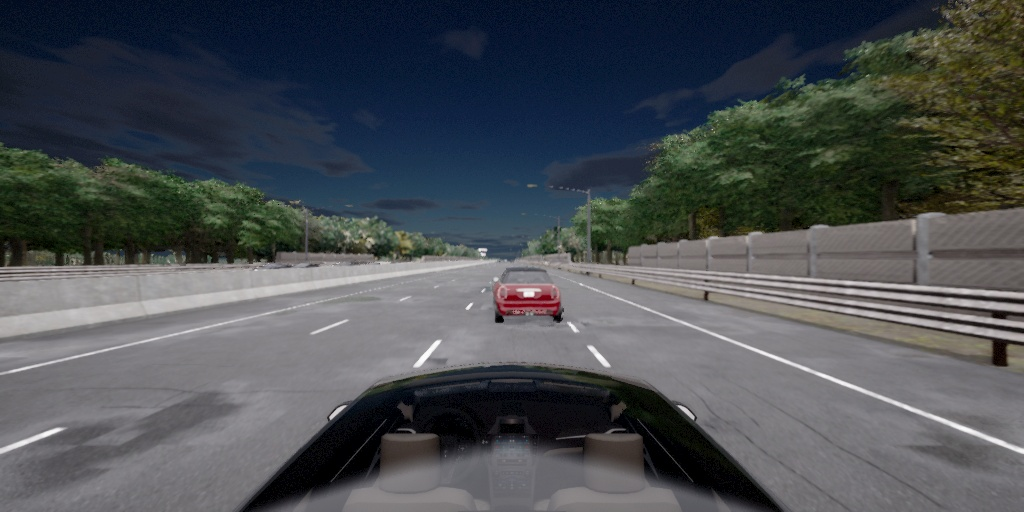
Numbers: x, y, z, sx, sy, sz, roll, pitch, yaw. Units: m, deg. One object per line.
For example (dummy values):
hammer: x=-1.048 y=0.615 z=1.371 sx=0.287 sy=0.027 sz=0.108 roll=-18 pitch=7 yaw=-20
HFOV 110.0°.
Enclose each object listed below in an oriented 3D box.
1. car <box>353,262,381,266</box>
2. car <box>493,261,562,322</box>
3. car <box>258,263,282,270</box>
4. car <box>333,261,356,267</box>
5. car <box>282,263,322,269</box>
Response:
car: x=-17.568 y=1.626 z=45.294 sx=2.033 sy=1.411 sz=5.357 roll=0 pitch=-1 yaw=0
car: x=0.400 y=1.168 z=12.759 sx=2.097 sy=1.767 sz=4.553 roll=0 pitch=0 yaw=-3
car: x=-28.079 y=1.544 z=42.728 sx=2.128 sy=1.511 sz=4.902 roll=0 pitch=-1 yaw=0
car: x=-21.065 y=1.434 z=45.700 sx=2.097 sy=1.767 sz=4.553 roll=0 pitch=-1 yaw=0
car: x=-24.580 y=1.530 z=42.740 sx=1.882 sy=1.535 sz=5.008 roll=0 pitch=-1 yaw=0
